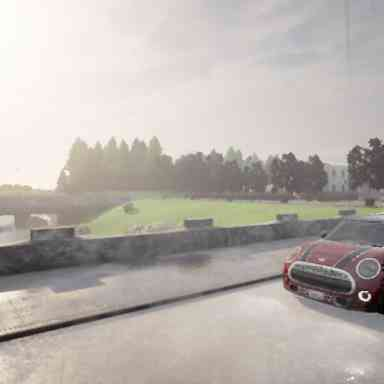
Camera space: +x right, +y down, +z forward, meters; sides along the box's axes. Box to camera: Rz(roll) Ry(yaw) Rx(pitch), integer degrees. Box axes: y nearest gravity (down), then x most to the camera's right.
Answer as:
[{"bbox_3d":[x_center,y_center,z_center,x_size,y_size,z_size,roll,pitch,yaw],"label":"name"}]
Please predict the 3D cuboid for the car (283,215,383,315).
[{"bbox_3d":[4.164,1.339,7.560,4.553,1.767,2.097,0,0,-35],"label":"car"}]
